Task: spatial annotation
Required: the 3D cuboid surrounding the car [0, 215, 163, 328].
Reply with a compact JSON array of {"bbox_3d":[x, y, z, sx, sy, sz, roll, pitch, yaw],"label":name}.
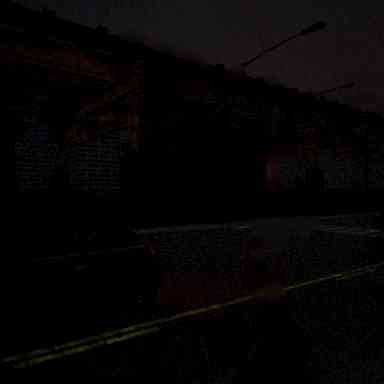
[{"bbox_3d":[-2.899,1.352,6.201,4.553,1.767,2.097,0,0,-35],"label":"car"}]
